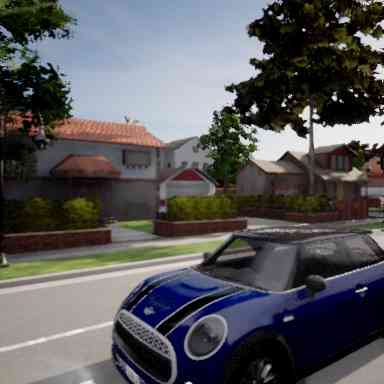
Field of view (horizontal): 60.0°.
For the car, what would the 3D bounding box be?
[{"bbox_3d":[1.196,1.347,4.840,4.553,1.767,2.097,0,0,-36],"label":"car"}]
